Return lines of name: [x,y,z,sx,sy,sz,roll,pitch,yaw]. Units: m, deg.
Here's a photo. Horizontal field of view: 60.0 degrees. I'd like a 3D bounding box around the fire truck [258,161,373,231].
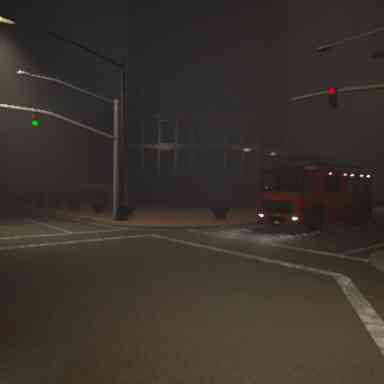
fire truck: [7.809,0.189,20.375,8.468,3.827,2.891,0,1,-39]
